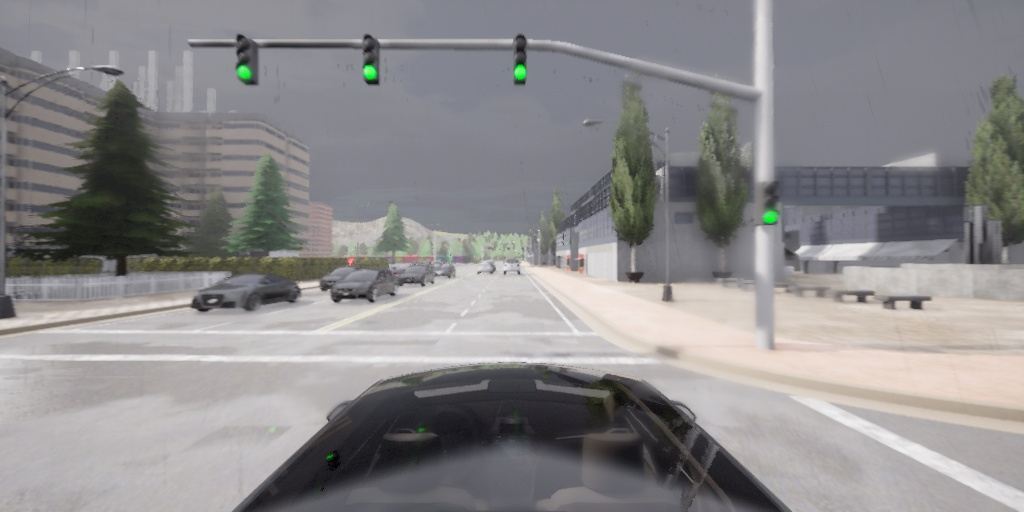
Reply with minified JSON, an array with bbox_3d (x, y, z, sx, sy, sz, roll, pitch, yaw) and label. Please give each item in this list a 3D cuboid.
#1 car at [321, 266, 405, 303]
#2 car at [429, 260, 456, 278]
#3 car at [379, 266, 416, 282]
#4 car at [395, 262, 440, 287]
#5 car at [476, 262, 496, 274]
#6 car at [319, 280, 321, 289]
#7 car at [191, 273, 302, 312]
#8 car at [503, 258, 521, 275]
[{"bbox_3d":[-7.086,1.378,17.719,1.837,1.490,4.892,0,0,0],"label":"car"},{"bbox_3d":[-7.022,1.517,37.499,2.128,1.511,4.902,0,0,1],"label":"car"},{"bbox_3d":[-10.553,1.595,33.350,1.895,1.301,4.718,0,0,0],"label":"car"},{"bbox_3d":[-7.079,1.450,27.082,1.837,1.490,4.892,0,0,0],"label":"car"},{"bbox_3d":[-3.486,1.623,46.964,1.812,1.442,4.674,0,0,0],"label":"car"},{"bbox_3d":[-10.588,1.422,23.334,1.837,1.490,4.892,0,0,0],"label":"car"},{"bbox_3d":[-10.593,1.415,14.680,1.994,1.385,4.181,0,0,0],"label":"car"},{"bbox_3d":[0.007,1.307,45.526,2.150,2.045,5.566,0,0,0],"label":"car"}]
